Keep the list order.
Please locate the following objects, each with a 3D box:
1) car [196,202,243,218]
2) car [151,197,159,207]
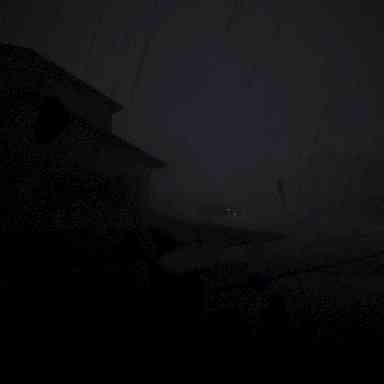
[{"bbox_3d":[2.484,1.601,30.588,1.895,1.301,4.718,0,0,-35],"label":"car"},{"bbox_3d":[-6.751,1.526,50.831,1.812,1.442,4.674,0,0,-36],"label":"car"}]
